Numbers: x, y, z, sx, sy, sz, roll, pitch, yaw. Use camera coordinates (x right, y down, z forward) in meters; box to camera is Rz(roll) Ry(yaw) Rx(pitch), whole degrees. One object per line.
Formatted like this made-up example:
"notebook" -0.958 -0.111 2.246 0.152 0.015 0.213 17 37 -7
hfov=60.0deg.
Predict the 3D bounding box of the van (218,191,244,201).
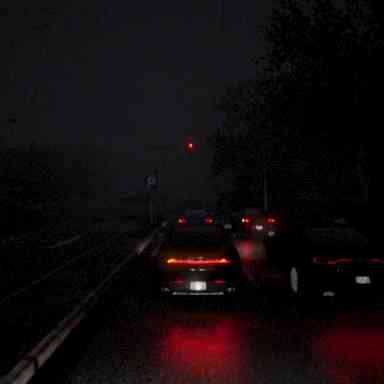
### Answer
"van" 7.510 0.917 65.354 4.442 1.987 1.878 1 0 -14

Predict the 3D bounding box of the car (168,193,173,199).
"car" -8.150 1.192 86.750 4.674 1.452 2.002 -1 0 -12

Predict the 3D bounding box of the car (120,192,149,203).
"car" -11.227 1.238 62.827 4.792 1.488 2.163 -1 0 -15

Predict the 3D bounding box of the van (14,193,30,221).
"van" -13.530 1.255 22.051 4.442 1.987 1.878 -1 0 -19

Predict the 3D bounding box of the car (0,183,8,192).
"car" -30.974 -0.527 53.822 2.435 2.045 5.566 6 -2 -19

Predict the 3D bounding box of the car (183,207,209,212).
"car" 0.203 1.517 17.742 1.812 1.442 4.674 0 0 1

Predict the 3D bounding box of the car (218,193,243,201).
"car" 7.904 1.010 68.323 4.553 1.767 2.185 0 0 -13

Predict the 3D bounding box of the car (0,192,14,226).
"car" -13.657 1.231 19.015 5.566 2.045 2.435 -1 0 -19

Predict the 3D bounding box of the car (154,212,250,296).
"car" 0.133 1.499 8.618 1.837 1.490 4.892 0 0 0

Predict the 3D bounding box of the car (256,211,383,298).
"car" 3.133 1.471 8.559 1.882 1.535 5.008 0 0 0

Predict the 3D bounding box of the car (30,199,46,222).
"car" -13.544 1.356 25.029 4.553 1.767 2.185 -1 0 -19

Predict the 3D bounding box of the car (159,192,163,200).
"car" -9.753 1.179 74.777 4.892 1.521 2.231 -1 0 -13

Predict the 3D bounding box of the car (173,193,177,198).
"car" -7.689 0.893 89.754 5.566 2.045 2.435 -1 0 -12

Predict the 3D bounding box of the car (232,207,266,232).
"car" 3.222 1.516 17.998 1.812 1.442 4.674 0 0 1

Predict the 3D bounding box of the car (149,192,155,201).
"car" -10.571 1.190 65.817 5.366 1.575 1.946 -1 0 -14

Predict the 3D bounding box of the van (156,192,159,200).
"van" -9.991 0.956 71.806 4.442 1.987 1.878 -1 0 -14

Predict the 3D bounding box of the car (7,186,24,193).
"car" -27.980 0.035 53.752 2.002 1.452 4.674 6 -2 -19

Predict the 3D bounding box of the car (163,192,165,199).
"car" -9.369 1.211 77.771 4.674 1.452 2.002 -1 0 -13

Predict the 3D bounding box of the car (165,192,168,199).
"car" -8.987 1.205 80.771 4.674 1.452 2.002 -1 0 -13

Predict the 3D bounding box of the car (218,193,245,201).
"car" 8.451 1.127 71.314 5.366 1.575 1.946 1 0 -13
